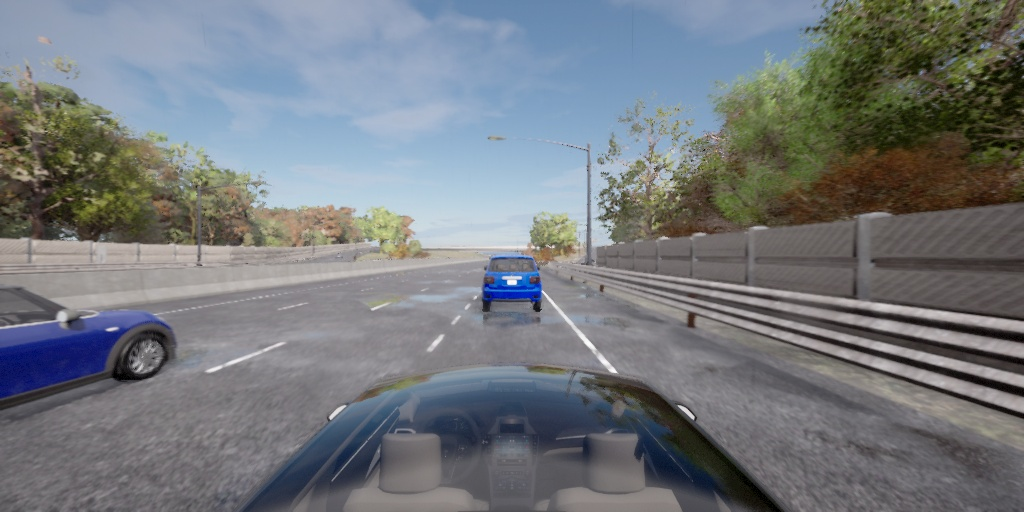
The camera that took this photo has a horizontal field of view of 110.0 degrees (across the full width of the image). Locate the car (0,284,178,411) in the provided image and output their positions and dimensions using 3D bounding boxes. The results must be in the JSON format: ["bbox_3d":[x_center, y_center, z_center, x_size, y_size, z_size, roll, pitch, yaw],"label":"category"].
[{"bbox_3d":[-6.899,1.103,4.358,2.097,1.767,4.553,0,0,0],"label":"car"}]

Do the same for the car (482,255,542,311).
[{"bbox_3d":[-0.002,0.985,14.716,2.150,2.045,5.566,0,0,0],"label":"car"}]
